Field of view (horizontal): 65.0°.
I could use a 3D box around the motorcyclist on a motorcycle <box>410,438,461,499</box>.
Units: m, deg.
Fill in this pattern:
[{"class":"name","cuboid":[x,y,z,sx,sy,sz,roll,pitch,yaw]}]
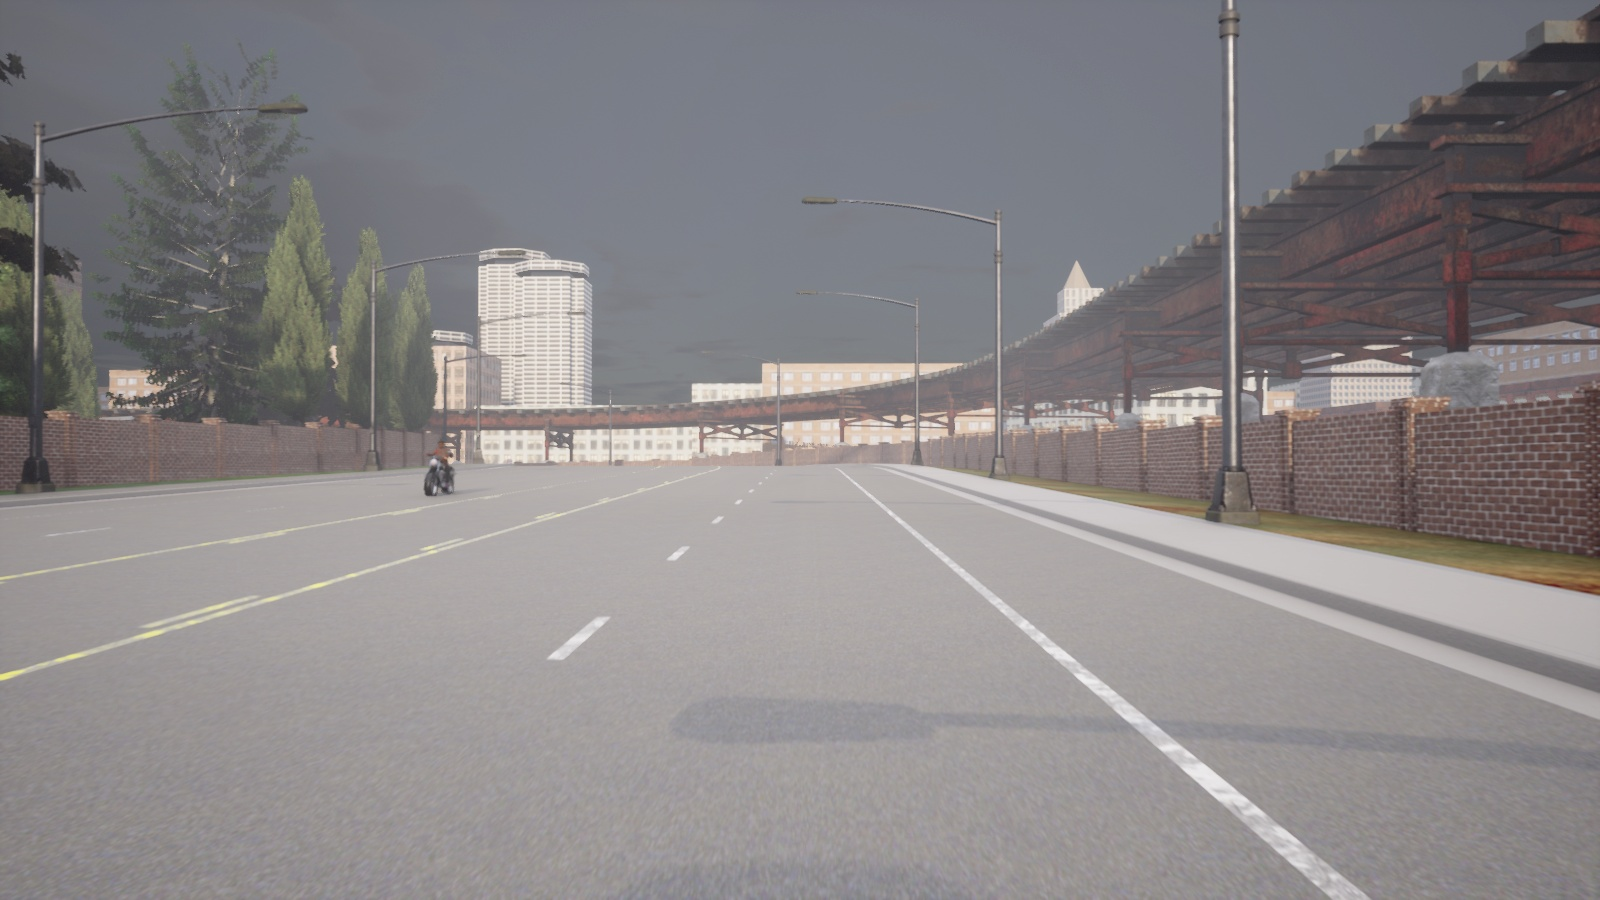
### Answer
[{"class":"motorcyclist on a motorcycle","cuboid":[-10.277,0.496,35.499,0.766,1.649,2.350,0,0,0]}]
